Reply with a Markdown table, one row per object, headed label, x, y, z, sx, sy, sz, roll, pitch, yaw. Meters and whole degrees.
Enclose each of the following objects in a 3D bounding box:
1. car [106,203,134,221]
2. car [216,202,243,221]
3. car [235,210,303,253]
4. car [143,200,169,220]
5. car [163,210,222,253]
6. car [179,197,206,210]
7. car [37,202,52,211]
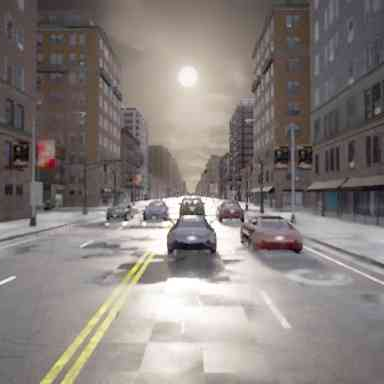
| label | x | y | z | sx | sy | sz | roll | pitch | yaw |
| --- | --- | --- | --- | --- | --- | --- | --- | --- | --- |
| car | -6.492 | 1.795 | 30.437 | 1.837 | 1.490 | 4.892 | 0 | -1 | 0 |
| car | 3.264 | 1.620 | 29.066 | 2.097 | 1.767 | 4.553 | 0 | -1 | 0 |
| car | 3.258 | 1.699 | 14.316 | 1.994 | 1.385 | 4.181 | 0 | 0 | 0 |
| car | -3.241 | 1.634 | 30.672 | 2.097 | 1.767 | 4.553 | 0 | 0 | 0 |
| car | 0.007 | 1.698 | 14.297 | 1.994 | 1.385 | 4.181 | 0 | 0 | 0 |
| car | 0.011 | 1.486 | 29.024 | 2.150 | 2.045 | 5.566 | 0 | 0 | 0 |
| car | -22.107 | 2.013 | 46.991 | 4.313 | 1.339 | 1.947 | 0 | -1 | 0 |
